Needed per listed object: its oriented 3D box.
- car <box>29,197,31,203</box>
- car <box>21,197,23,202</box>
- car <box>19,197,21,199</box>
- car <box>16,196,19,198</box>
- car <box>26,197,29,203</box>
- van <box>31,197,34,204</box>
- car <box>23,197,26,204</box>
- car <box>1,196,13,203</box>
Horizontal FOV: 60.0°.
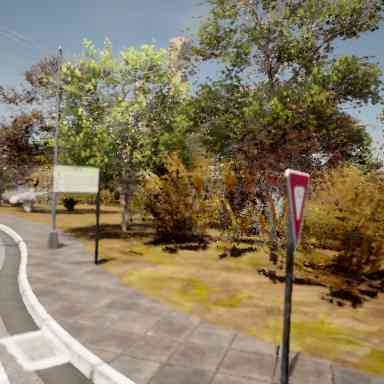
[{"bbox_3d":[-40.849,2.189,77.416,4.792,1.488,2.163,2,-3,-20],"label":"car"},{"bbox_3d":[-36.336,1.642,64.410,5.366,1.575,1.946,2,-3,-20],"label":"car"},{"bbox_3d":[-35.201,1.571,61.885,4.792,1.488,2.163,2,-3,-20],"label":"car"},{"bbox_3d":[-34.291,1.425,59.293,4.892,1.521,2.231,2,-3,-20],"label":"car"},{"bbox_3d":[-39.886,2.105,74.832,4.674,1.452,2.002,2,-3,-20],"label":"car"},{"bbox_3d":[-42.567,2.116,82.654,4.442,1.987,1.878,2,-2,-20],"label":"van"},{"bbox_3d":[-38.049,1.741,69.642,4.553,1.767,2.185,2,-3,-20],"label":"car"},{"bbox_3d":[-32.440,1.187,54.111,4.892,1.521,2.231,2,-3,-20],"label":"car"}]
